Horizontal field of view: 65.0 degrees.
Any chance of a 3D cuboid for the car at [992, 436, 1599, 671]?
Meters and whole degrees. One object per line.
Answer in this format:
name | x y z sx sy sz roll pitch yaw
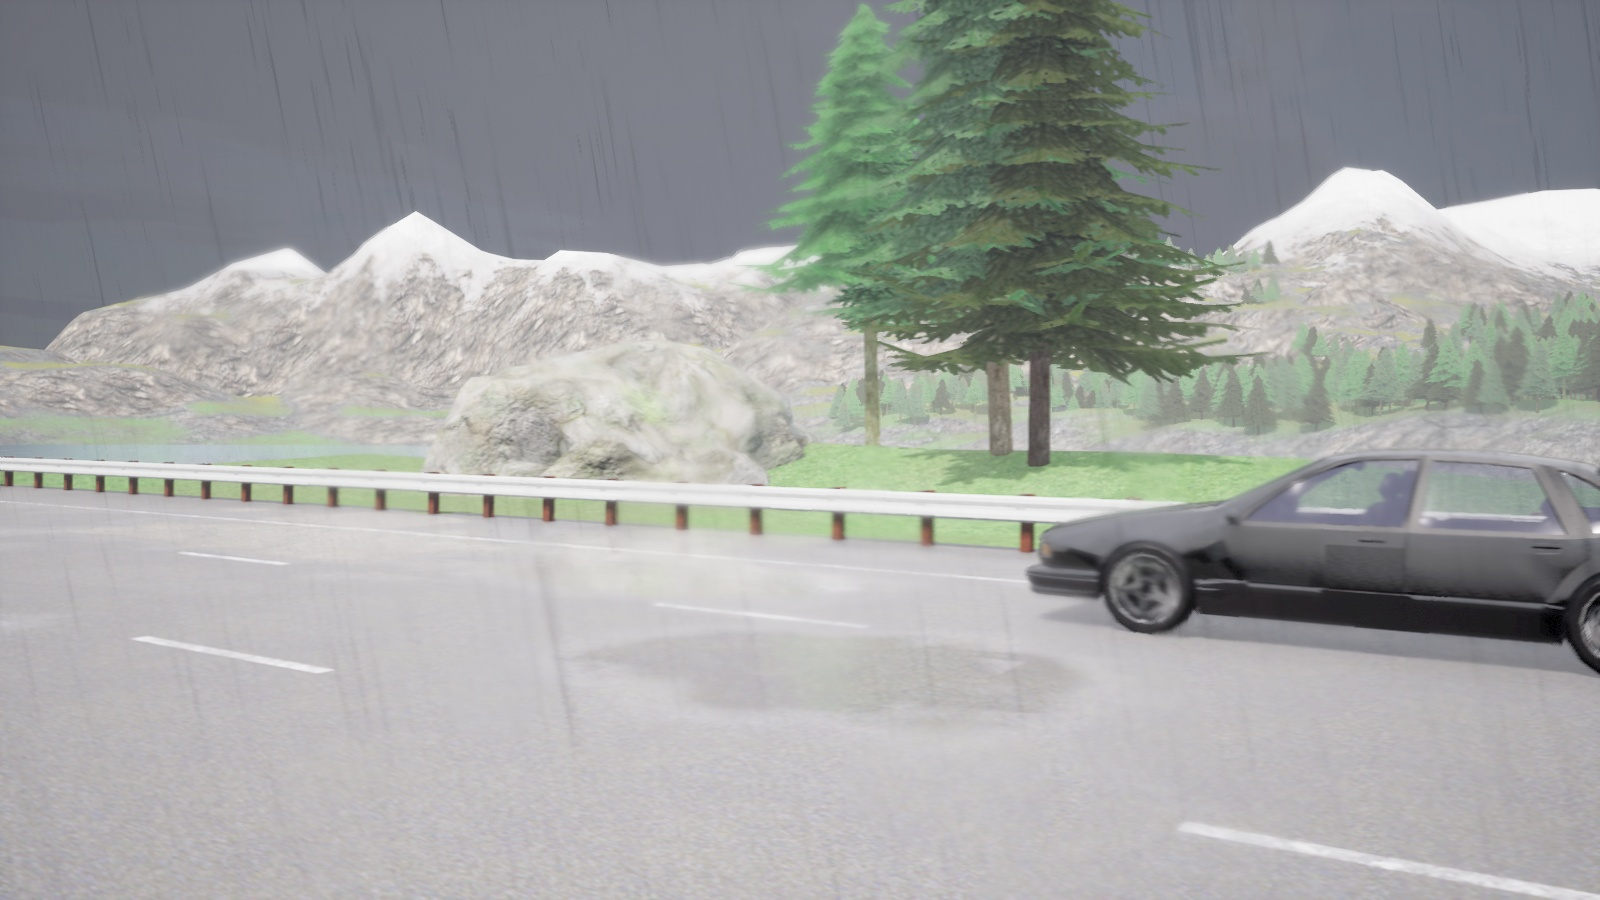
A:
car | 4.300 0.615 9.170 5.357 1.411 2.033 0 1 34
